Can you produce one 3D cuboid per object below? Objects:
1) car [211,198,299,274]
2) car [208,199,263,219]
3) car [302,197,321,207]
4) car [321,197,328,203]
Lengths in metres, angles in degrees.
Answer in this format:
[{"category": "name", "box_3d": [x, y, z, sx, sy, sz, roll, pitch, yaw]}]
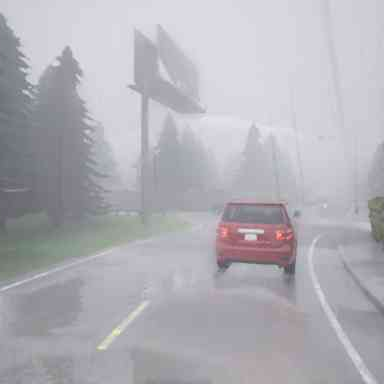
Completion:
[{"category": "car", "box_3d": [2.279, 1.215, 10.856, 2.150, 2.045, 5.566, 0, 0, 18]}, {"category": "car", "box_3d": [3.791, 1.421, 29.443, 1.812, 1.442, 4.674, 2, 0, -43]}, {"category": "car", "box_3d": [18.751, 1.525, 52.646, 1.812, 1.442, 4.674, 0, 0, 28]}, {"category": "car", "box_3d": [26.064, 1.594, 66.809, 1.895, 1.301, 4.718, 0, 0, 27]}]
